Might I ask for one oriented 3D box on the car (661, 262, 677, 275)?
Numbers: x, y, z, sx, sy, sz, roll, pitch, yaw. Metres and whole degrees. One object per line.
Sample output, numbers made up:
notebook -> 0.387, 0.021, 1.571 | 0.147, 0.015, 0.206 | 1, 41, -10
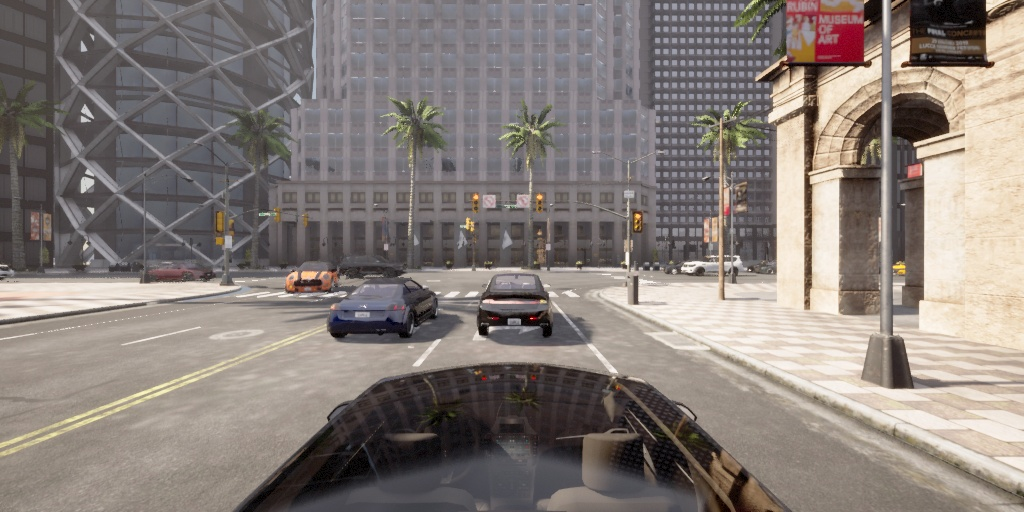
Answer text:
car -> 18.869, 1.255, 39.291 | 4.892, 1.490, 1.837 | 0, 0, 0

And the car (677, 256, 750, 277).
car -> 19.989, 0.972, 35.787 | 5.566, 2.045, 2.150 | 0, 0, 0

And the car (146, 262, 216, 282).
car -> -26.199, 1.314, 28.538 | 4.181, 1.385, 1.994 | 0, 0, -2

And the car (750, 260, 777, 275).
car -> 28.832, 1.314, 39.249 | 4.181, 1.385, 1.994 | 0, 0, 0

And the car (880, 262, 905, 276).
car -> 40.424, 1.227, 35.697 | 5.008, 1.535, 1.882 | 0, 0, 0

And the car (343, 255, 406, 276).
car -> -12.446, 0.972, 32.190 | 5.566, 2.045, 2.150 | 0, 0, 0

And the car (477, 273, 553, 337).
car -> 0.121, 1.242, 10.352 | 2.128, 1.511, 4.902 | 0, 0, 2

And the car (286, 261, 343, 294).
car -> -11.132, 1.102, 20.342 | 2.097, 1.767, 4.553 | 0, 0, -20

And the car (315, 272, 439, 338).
car -> -3.416, 1.314, 10.222 | 1.994, 1.385, 4.181 | 0, 0, 0

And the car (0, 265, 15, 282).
car -> -40.840, 0.974, 26.051 | 5.566, 2.045, 2.150 | 0, 0, -26
